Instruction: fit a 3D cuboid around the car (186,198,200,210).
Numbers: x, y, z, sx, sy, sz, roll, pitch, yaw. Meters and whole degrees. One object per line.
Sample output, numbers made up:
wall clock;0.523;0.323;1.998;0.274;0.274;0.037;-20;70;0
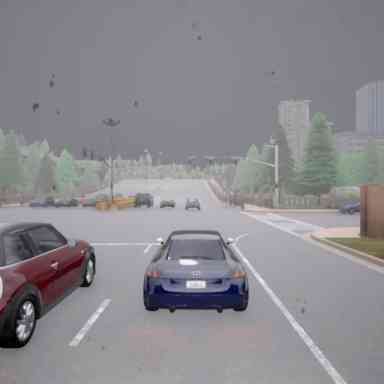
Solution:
car;0.111;1.544;43.806;2.033;1.411;5.357;0;0;0

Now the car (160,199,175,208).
car;-3.388;1.597;47.596;1.895;1.301;4.718;0;0;0

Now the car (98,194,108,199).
car;-17.545;1.474;64.233;2.128;1.511;4.902;0;0;0

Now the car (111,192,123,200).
car;-17.592;0.947;78.415;1.837;1.490;4.892;0;3;0

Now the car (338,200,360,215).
car;17.097;1.523;33.157;4.674;1.442;1.812;0;0;0

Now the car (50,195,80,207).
car;-17.582;1.543;46.895;2.033;1.411;5.357;0;0;0

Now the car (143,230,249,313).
car;0.078;1.563;7.739;1.994;1.385;4.181;0;0;0

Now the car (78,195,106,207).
car;-14.082;1.501;47.087;1.837;1.490;4.892;0;0;0

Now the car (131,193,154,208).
car;-6.888;1.217;48.232;2.150;2.045;5.566;0;0;0

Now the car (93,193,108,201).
car;-21.085;1.092;77.178;2.033;1.411;5.357;0;3;0

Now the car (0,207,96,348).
car;-3.431;1.351;6.443;2.097;1.767;4.553;0;0;0

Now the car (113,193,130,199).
car;-14.054;1.476;64.127;2.128;1.511;4.902;0;0;0

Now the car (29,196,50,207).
car;-21.079;1.348;47.038;2.097;1.767;4.553;0;0;0
